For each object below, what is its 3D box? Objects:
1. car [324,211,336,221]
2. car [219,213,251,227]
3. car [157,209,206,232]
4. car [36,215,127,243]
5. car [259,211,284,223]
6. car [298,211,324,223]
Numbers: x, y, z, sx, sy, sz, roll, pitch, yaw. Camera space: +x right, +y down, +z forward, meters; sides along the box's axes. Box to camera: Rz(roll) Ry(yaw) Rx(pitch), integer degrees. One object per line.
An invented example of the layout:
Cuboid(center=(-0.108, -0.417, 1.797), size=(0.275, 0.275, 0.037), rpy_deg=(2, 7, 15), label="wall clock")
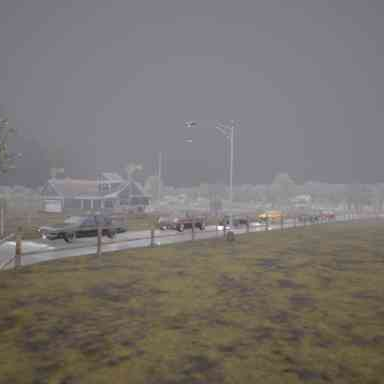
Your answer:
Cuboid(center=(22.373, 3.903, 54.935), size=(1.882, 1.535, 5.008), rpy_deg=(0, -2, 35), label="car")
Cuboid(center=(4.531, 2.862, 34.981), size=(1.994, 1.385, 4.181), rpy_deg=(0, -2, 35), label="car")
Cuboid(center=(-0.794, 2.276, 27.516), size=(2.097, 1.767, 4.553), rpy_deg=(0, -2, 35), label="car")
Cuboid(center=(-6.291, 2.093, 19.730), size=(2.033, 1.411, 5.357), rpy_deg=(0, -2, 34), label="car")
Cuboid(center=(10.332, 3.192, 43.066), size=(1.882, 1.535, 5.008), rpy_deg=(0, -2, 36), label="car")
Cuboid(center=(16.427, 3.478, 46.596), size=(2.128, 1.511, 4.902), rpy_deg=(0, -2, 36), label="car")
